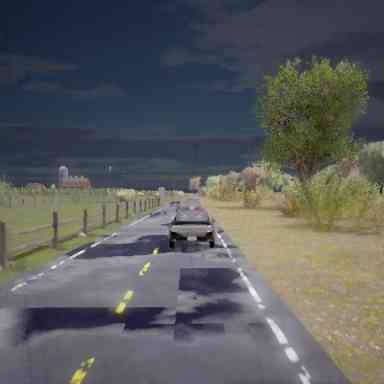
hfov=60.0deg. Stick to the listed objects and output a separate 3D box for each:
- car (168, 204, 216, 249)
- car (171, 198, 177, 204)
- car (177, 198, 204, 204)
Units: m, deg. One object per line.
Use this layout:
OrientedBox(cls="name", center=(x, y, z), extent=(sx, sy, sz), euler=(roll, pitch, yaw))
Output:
OrientedBox(cls="car", center=(0.000, 1.497, 14.652), extent=(2.128, 1.511, 4.902), euler=(0, 0, 0))
OrientedBox(cls="car", center=(-2.750, 1.718, 58.579), extent=(1.895, 1.301, 4.718), euler=(0, 0, 0))
OrientedBox(cls="car", center=(0.000, 1.382, 29.623), extent=(2.097, 1.767, 4.553), euler=(0, 0, 0))
